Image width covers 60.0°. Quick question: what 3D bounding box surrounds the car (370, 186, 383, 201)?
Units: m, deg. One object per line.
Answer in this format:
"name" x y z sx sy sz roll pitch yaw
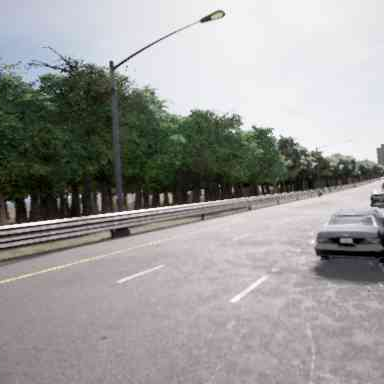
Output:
"car" 17.875 0.448 31.290 2.128 1.511 4.902 -4 0 31

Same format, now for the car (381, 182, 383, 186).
"car" 34.881 -0.860 59.044 2.150 2.045 5.566 -4 0 32

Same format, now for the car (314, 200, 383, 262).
"car" 5.338 1.242 10.831 2.033 1.411 5.357 -4 0 32
